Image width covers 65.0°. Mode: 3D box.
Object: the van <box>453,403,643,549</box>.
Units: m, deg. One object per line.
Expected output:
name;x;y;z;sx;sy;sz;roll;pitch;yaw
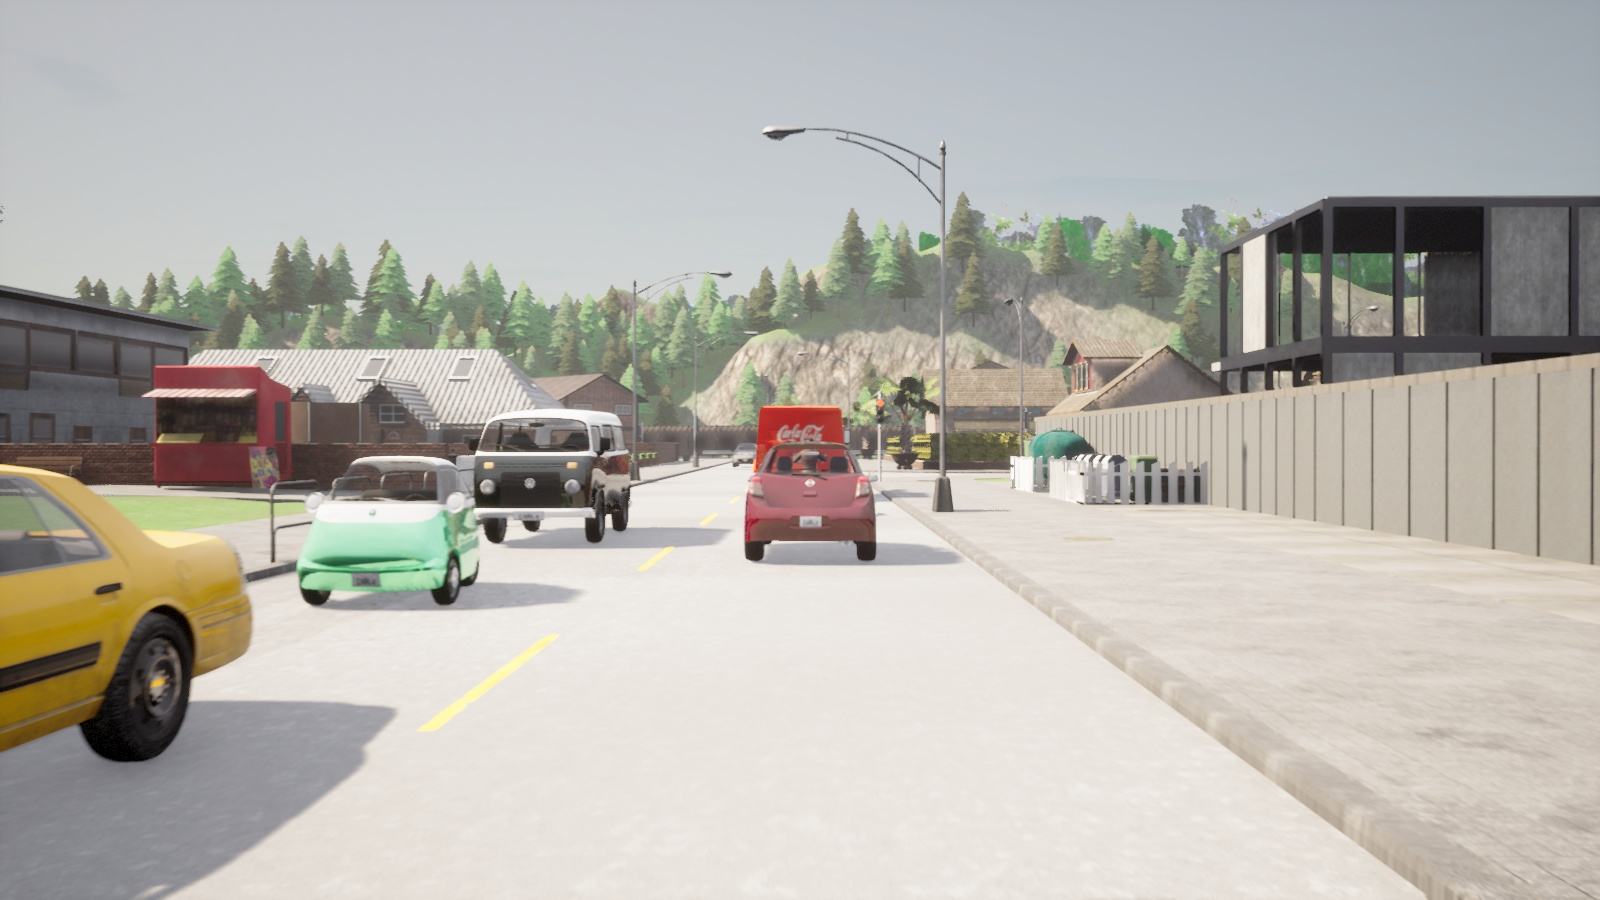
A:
van;-3.806;0.355;19.827;2.069;2.038;4.480;0;0;0

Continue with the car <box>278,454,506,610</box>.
car;-3.866;0.729;12.205;1.481;1.376;2.207;0;0;1

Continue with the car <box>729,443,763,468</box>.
car;-3.280;0.322;77.291;1.845;1.501;3.633;0;0;1

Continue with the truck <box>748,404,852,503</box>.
truck;0.107;0.067;34.151;2.627;2.467;5.204;0;0;2

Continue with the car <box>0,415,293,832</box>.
car;-3.927;0.656;4.703;1.801;1.575;5.366;0;0;1

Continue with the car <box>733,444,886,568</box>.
car;0.150;0.665;16.970;1.845;1.501;3.633;0;0;1
